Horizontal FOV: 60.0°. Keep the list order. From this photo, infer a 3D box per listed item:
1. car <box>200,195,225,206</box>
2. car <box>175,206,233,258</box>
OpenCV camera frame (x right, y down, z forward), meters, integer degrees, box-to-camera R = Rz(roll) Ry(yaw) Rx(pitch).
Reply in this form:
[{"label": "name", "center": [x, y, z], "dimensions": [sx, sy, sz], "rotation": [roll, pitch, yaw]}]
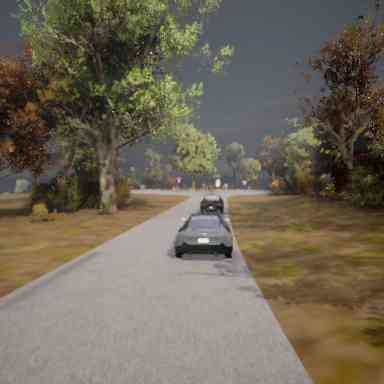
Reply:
[{"label": "car", "center": [1.757, 0.955, 28.288], "dimensions": [1.882, 1.535, 5.008], "rotation": [0, 3, 6]}, {"label": "car", "center": [0.497, 1.481, 12.584], "dimensions": [1.994, 1.385, 4.181], "rotation": [0, 1, 4]}]
